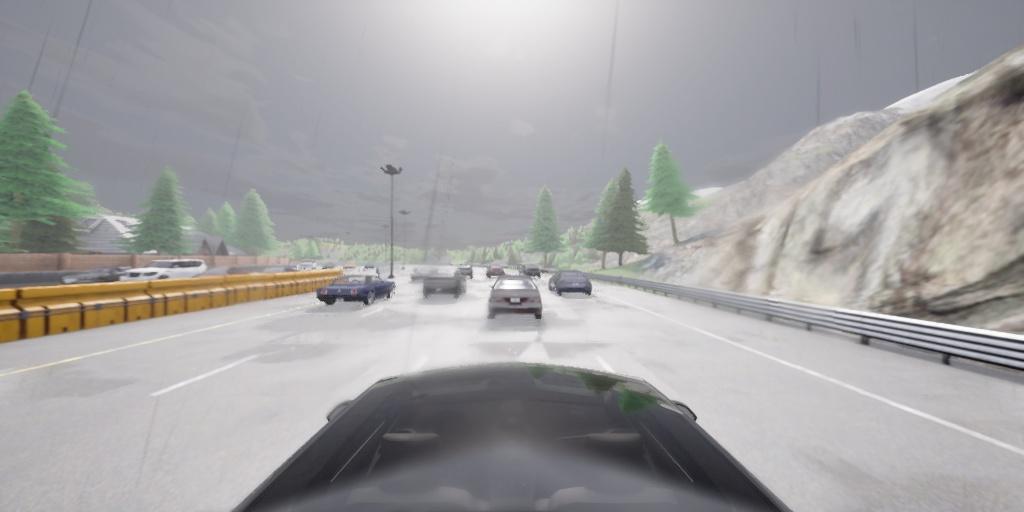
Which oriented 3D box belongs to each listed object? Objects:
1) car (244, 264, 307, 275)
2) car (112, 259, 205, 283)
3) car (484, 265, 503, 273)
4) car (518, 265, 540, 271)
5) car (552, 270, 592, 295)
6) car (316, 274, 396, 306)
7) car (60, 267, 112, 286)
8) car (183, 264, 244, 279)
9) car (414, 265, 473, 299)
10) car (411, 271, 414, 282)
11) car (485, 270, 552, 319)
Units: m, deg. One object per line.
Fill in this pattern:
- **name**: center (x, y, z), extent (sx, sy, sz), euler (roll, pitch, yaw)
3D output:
- **car**: center (-18.274, 1.562, 28.027), extent (1.812, 1.442, 4.674), euler (0, -1, -5)
- **car**: center (-25.130, 1.242, 26.318), extent (2.150, 2.045, 5.566), euler (0, -1, -5)
- **car**: center (-1.976, 1.700, 40.916), extent (1.812, 1.442, 4.674), euler (0, -1, -9)
- **car**: center (1.835, 1.660, 38.948), extent (1.837, 1.490, 4.892), euler (0, 0, -8)
- **car**: center (3.373, 1.528, 21.436), extent (1.994, 1.385, 4.181), euler (0, -1, -2)
- **car**: center (-6.983, 1.514, 16.693), extent (1.895, 1.301, 4.718), euler (0, -1, -1)
- **car**: center (-28.583, 1.500, 25.402), extent (2.128, 1.511, 4.902), euler (0, -1, -5)
- **car**: center (-21.695, 1.550, 26.983), extent (1.812, 1.442, 4.674), euler (0, -1, -5)
- **car**: center (-3.551, 1.435, 19.487), extent (2.128, 1.511, 4.902), euler (0, -1, -2)
- **car**: center (-7.989, 1.690, 32.967), extent (1.895, 1.301, 4.718), euler (0, -1, -6)
- **car**: center (0.075, 1.425, 13.477), extent (2.033, 1.411, 5.357), euler (0, -1, -1)
